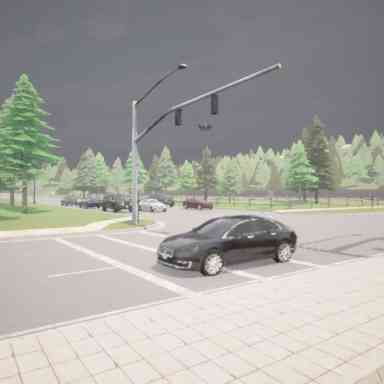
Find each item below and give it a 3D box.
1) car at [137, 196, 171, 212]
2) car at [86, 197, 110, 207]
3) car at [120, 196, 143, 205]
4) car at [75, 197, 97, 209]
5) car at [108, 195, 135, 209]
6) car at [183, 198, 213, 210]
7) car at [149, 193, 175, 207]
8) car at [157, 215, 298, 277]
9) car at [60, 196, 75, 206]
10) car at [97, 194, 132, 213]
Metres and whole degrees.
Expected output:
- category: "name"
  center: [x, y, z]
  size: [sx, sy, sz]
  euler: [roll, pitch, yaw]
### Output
- category: "car"
  center: [-4.653, 1.526, 38.412]
  size: [1.812, 1.442, 4.674]
  euler: [0, 0, -35]
- category: "car"
  center: [-15.163, 1.547, 53.341]
  size: [2.033, 1.411, 5.357]
  euler: [0, 0, -35]
- category: "car"
  center: [-10.965, 1.547, 59.583]
  size: [2.033, 1.411, 5.357]
  euler: [0, 0, -35]
- category: "car"
  center: [-14.148, 1.601, 45.801]
  size: [1.895, 1.301, 4.718]
  euler: [0, 0, -35]
- category: "car"
  center: [-9.707, 1.352, 45.570]
  size: [2.097, 1.767, 4.553]
  euler: [0, 0, -35]
- category: "car"
  center: [0.734, 1.478, 42.888]
  size: [1.882, 1.535, 5.008]
  euler: [0, 0, -35]
- category: "car"
  center: [-4.842, 1.221, 50.820]
  size: [2.150, 2.045, 5.566]
  euler: [0, 0, -35]
- category: "car"
  center: [1.247, 1.505, 10.367]
  size: [4.892, 1.490, 1.837]
  euler: [0, 0, -35]
- category: "car"
  center: [-20.070, 1.505, 54.254]
  size: [1.837, 1.490, 4.892]
  euler: [0, 0, -35]
- category: "car"
  center: [-8.522, 1.221, 37.813]
  size: [2.150, 2.045, 5.566]
  euler: [0, 0, -36]
